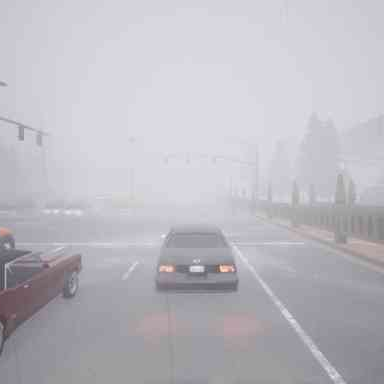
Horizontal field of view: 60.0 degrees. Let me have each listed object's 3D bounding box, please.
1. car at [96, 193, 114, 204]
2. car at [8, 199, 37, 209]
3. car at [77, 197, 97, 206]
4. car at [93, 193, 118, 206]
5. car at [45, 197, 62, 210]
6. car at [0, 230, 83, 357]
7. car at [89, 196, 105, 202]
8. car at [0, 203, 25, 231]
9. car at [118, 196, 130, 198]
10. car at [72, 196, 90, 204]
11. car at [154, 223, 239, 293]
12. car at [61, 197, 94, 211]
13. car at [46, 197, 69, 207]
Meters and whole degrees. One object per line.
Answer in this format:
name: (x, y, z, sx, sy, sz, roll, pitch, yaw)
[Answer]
car: (-17.573, 1.225, 67.141, 2.150, 2.045, 5.566, 0, 0, 0)
car: (-21.399, 1.547, 41.470, 2.033, 1.411, 5.357, 0, 0, 3)
car: (-17.636, 1.601, 56.294, 1.895, 1.301, 4.718, 0, 0, 0)
car: (-14.141, 1.225, 54.080, 2.150, 2.045, 5.566, 0, 0, 0)
car: (-17.635, 1.564, 43.647, 1.994, 1.385, 4.181, 0, 0, 0)
car: (-3.406, 1.601, 5.537, 1.895, 1.301, 4.718, 0, 0, 0)
car: (-21.081, 1.540, 73.846, 2.033, 1.411, 5.357, 0, 0, 0)
car: (-6.910, 1.352, 9.201, 2.097, 1.767, 4.553, 0, 0, 0)
car: (-14.098, 1.526, 65.998, 1.812, 1.442, 4.674, 0, 0, 0)
car: (-21.101, 1.562, 63.367, 1.994, 1.385, 4.181, 0, 0, 0)
car: (0.090, 1.547, 8.994, 2.033, 1.411, 5.357, 0, 0, 0)
car: (-14.139, 1.564, 41.315, 1.994, 1.385, 4.181, 0, 0, 0)
car: (-21.145, 1.525, 52.546, 1.812, 1.442, 4.674, 0, 0, 0)
